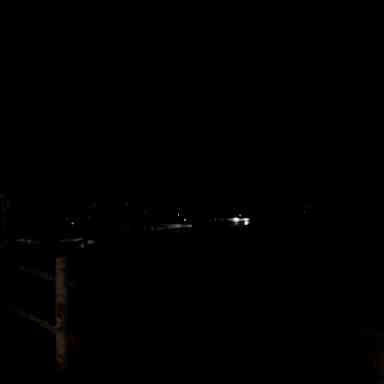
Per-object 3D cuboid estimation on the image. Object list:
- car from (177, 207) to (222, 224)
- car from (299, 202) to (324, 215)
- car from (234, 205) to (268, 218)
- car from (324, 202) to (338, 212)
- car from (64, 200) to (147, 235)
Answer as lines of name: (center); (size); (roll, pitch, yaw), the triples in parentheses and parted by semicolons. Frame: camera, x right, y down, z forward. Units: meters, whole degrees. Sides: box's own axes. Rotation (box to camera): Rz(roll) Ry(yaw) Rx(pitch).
car: (0.707, 2.051, 29.483); (1.895, 1.301, 4.718); (-1, -1, 36)
car: (16.208, 2.326, 45.776); (1.812, 1.442, 4.674); (-1, -1, 36)
car: (6.769, 2.171, 37.787); (2.033, 1.411, 5.357); (-1, -1, 37)
car: (22.529, 2.336, 54.457); (2.097, 1.767, 4.553); (-1, -1, 37)
car: (-5.275, 1.502, 21.268); (2.150, 2.045, 5.566); (-1, -1, 36)
